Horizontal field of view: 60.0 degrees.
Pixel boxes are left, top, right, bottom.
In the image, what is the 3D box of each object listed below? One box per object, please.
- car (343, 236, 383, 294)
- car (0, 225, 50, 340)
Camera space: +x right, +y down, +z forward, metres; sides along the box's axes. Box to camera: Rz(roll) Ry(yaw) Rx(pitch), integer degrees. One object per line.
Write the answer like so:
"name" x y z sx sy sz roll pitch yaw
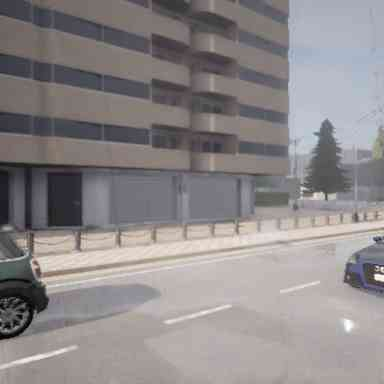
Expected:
"car" 5.456 1.556 7.853 4.181 1.385 1.994 0 0 -35
"car" -4.683 1.356 4.939 4.553 1.767 2.097 0 0 -36
